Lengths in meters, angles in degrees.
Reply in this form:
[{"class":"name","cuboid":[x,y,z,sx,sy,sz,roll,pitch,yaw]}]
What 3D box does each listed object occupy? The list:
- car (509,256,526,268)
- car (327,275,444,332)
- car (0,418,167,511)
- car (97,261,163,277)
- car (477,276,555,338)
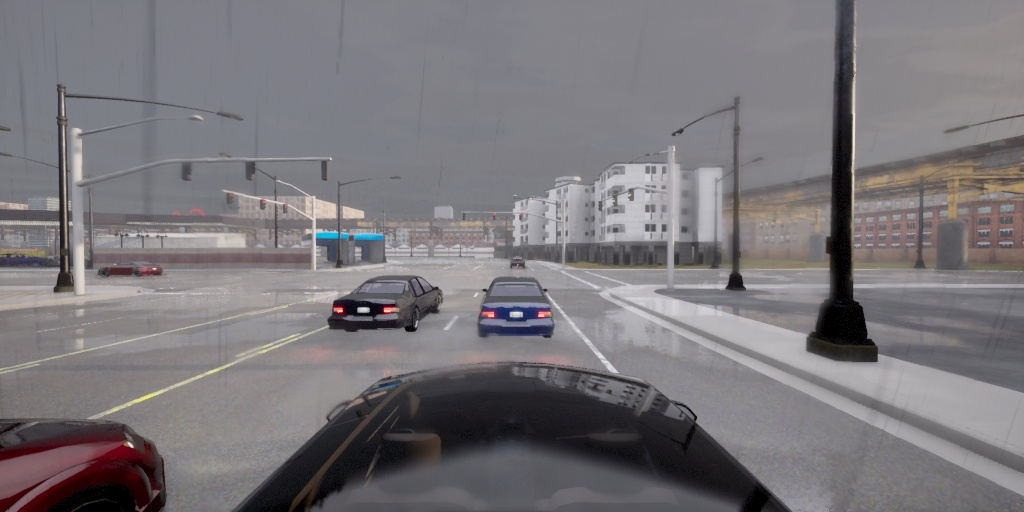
[{"class":"car","cuboid":[0.708,0.772,46.072,1.837,1.490,4.892,0,1,0]},{"class":"car","cuboid":[-3.406,1.274,10.730,2.033,1.411,5.357,0,0,0]},{"class":"car","cuboid":[-3.395,1.314,0.733,1.994,1.385,4.181,0,0,0]},{"class":"car","cuboid":[-32.949,1.083,30.991,4.181,1.385,1.994,0,1,-1]},{"class":"car","cuboid":[0.090,1.279,10.128,2.033,1.411,5.357,0,0,0]}]
